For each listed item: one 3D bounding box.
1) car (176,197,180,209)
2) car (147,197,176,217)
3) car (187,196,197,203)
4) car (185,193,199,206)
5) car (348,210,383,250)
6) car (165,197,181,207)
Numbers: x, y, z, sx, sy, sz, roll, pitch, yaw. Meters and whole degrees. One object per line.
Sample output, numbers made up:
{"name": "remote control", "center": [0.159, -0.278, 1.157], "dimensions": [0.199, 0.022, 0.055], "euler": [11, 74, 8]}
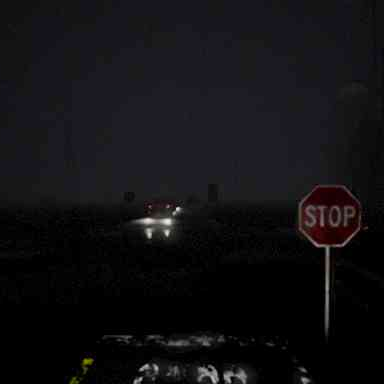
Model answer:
{"name": "car", "center": [-2.877, 1.567, 41.166], "dimensions": [2.033, 1.411, 5.357], "euler": [0, 0, 0]}
{"name": "car", "center": [-2.874, 1.363, 30.897], "dimensions": [2.097, 1.767, 4.553], "euler": [0, 0, 0]}
{"name": "car", "center": [-0.054, 1.599, 71.965], "dimensions": [2.033, 1.411, 5.357], "euler": [0, 0, 0]}
{"name": "car", "center": [0.057, 1.259, 57.124], "dimensions": [2.150, 2.045, 5.566], "euler": [0, 0, 0]}
{"name": "car", "center": [8.326, 1.452, 13.597], "dimensions": [4.181, 1.385, 1.994], "euler": [-1, 1, -10]}
{"name": "car", "center": [-2.866, 1.522, 51.583], "dimensions": [2.128, 1.511, 4.902], "euler": [0, 0, 0]}
